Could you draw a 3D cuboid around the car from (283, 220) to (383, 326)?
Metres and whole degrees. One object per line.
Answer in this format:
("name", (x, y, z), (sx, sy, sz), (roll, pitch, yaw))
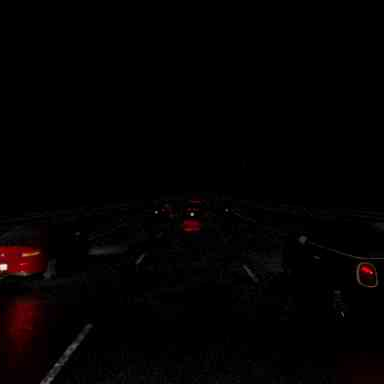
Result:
("car", (3.541, 1.394, 7.329), (2.097, 1.767, 4.553), (-1, -1, -1))

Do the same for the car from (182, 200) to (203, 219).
("car", (0.051, 1.864, 33.499), (1.837, 1.490, 4.892), (-1, -1, 1))

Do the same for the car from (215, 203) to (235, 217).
("car", (3.545, 1.899, 35.831), (2.033, 1.411, 5.357), (-1, -1, 1))

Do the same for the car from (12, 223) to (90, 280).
("car", (-4.643, 1.689, 10.374), (1.812, 1.442, 4.674), (-1, -1, 0))

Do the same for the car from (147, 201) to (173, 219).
("car", (-3.457, 1.973, 34.602), (1.994, 1.385, 4.181), (-1, -1, 1))

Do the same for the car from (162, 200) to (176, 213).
("car", (-3.344, 1.872, 45.187), (2.097, 1.767, 4.553), (-1, -1, 2))

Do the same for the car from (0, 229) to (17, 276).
("car", (-4.587, 1.577, 4.376), (1.882, 1.535, 5.008), (-1, -1, -1))

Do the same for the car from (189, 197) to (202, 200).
("car", (0.587, 1.843, 58.391), (2.150, 2.045, 5.566), (-1, -1, 2))
